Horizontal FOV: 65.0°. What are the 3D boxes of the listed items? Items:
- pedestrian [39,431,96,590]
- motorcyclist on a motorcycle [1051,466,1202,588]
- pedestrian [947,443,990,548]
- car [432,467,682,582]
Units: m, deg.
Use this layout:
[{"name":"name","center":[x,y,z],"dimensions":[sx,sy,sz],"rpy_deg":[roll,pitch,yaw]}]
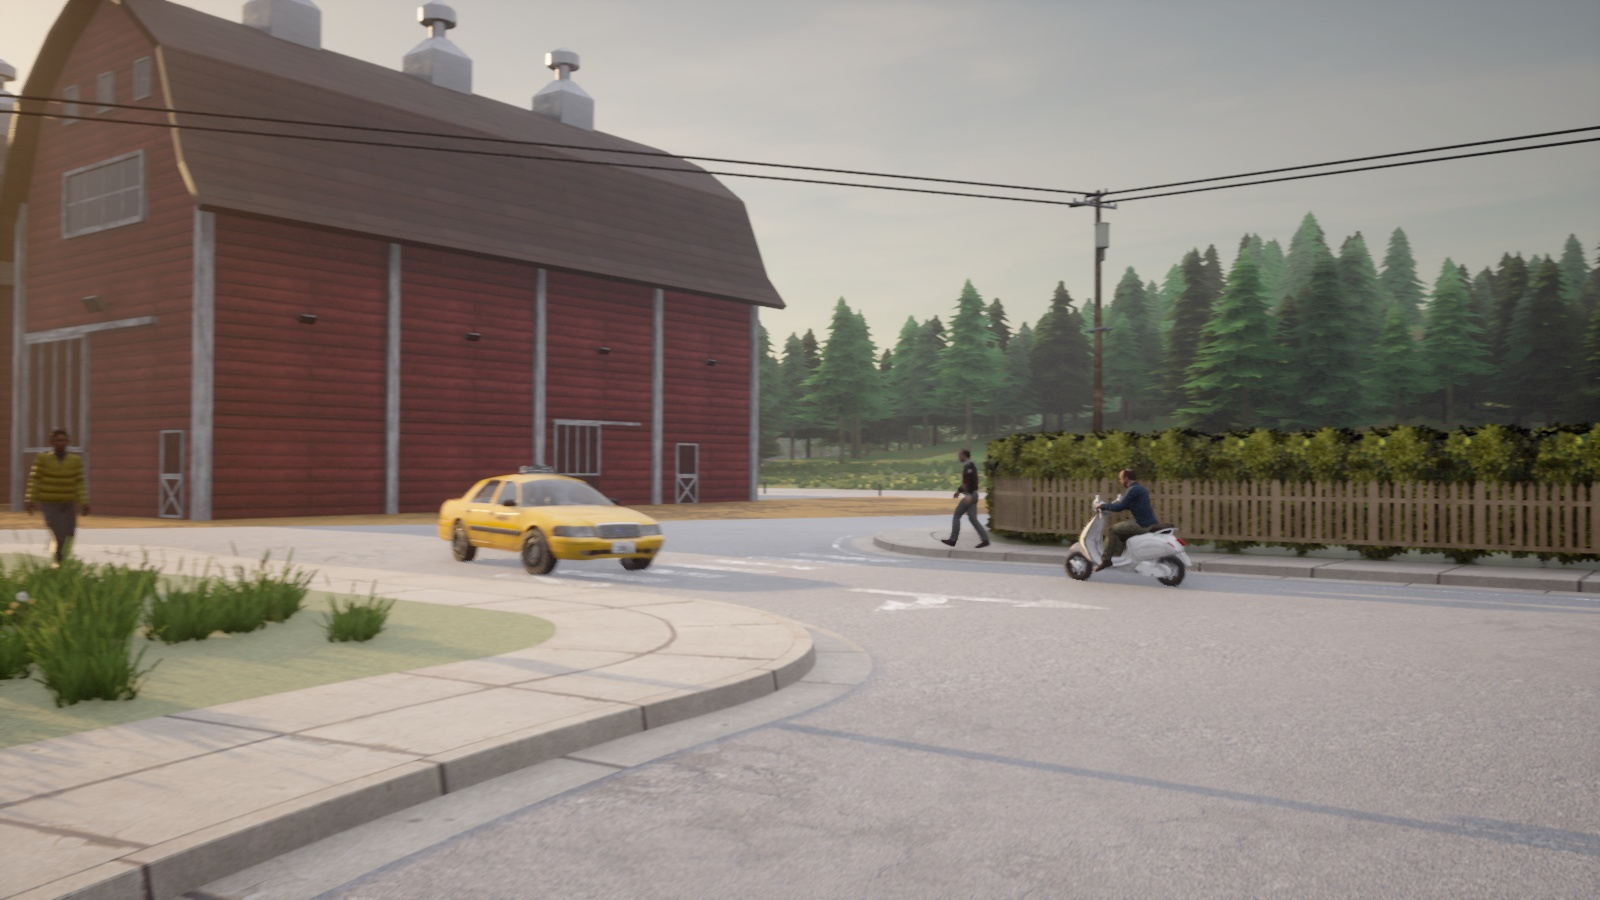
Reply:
[{"name":"pedestrian","center":[-8.716,0.707,14.934],"dimensions":[0.431,1.840,0.709],"rpy_deg":[1,-1,-43]},{"name":"motorcyclist on a motorcycle","center":[4.490,1.017,17.314],"dimensions":[1.817,1.590,0.866],"rpy_deg":[-1,-1,37]},{"name":"pedestrian","center":[3.012,0.800,22.412],"dimensions":[0.720,1.854,0.376],"rpy_deg":[0,-1,14]},{"name":"car","center":[-4.022,1.057,19.956],"dimensions":[1.801,1.575,5.366],"rpy_deg":[1,-1,-36]}]
